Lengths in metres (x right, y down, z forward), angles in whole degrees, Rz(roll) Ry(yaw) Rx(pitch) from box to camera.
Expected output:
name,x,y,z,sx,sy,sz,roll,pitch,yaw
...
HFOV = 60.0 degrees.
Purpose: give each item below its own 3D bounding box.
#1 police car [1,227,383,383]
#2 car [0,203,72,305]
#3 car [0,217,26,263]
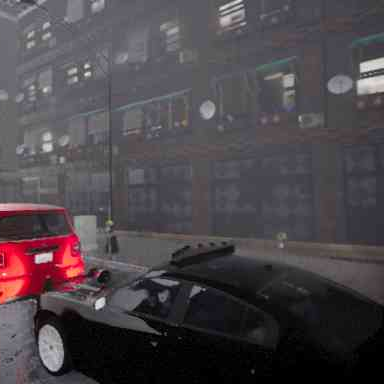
name,x,y,z,sx,sy,sz,roll,pitch,yaw
police car,0.013,1.451,3.957,5.238,1.638,1.930,0,0,36
car,-4.777,1.263,7.444,5.566,2.045,2.150,0,0,36
car,-8.124,1.605,12.051,4.507,1.381,1.887,0,-2,36
